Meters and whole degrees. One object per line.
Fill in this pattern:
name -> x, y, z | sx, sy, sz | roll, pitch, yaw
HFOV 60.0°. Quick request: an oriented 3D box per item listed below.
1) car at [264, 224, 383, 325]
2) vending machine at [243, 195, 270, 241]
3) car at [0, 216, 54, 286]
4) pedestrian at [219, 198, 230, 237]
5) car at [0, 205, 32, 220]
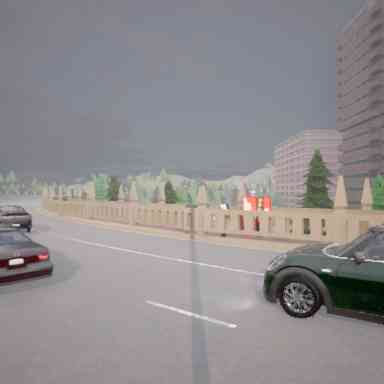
car -> 3.612, 1.352, 5.876 | 4.553, 1.767, 2.097 | 0, 0, 36
vending machine -> 3.112, 1.195, 16.008 | 0.880, 2.100, 1.100 | 0, 0, 41
car -> -5.635, 1.547, 8.828 | 5.357, 1.411, 2.033 | 0, 0, 42
pedestrian -> 1.477, 1.141, 15.543 | 0.375, 1.860, 0.375 | 0, 0, 41
car -> -10.579, 1.491, 18.828 | 2.128, 1.511, 4.902 | 0, 0, -42
